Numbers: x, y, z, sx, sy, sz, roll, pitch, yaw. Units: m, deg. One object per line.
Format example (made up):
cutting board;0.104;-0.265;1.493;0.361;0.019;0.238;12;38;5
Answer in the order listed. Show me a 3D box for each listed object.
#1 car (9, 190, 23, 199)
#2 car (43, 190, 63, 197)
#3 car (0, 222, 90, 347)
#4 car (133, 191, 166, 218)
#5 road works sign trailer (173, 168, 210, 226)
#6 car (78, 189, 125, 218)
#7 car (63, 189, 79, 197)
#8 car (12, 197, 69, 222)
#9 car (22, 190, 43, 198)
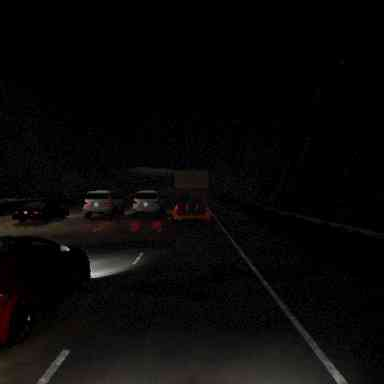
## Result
car;-31.492;0.452;61.022;1.837;1.490;4.892;0;2;0
car;-24.495;0.446;60.464;1.882;1.535;5.008;0;2;0
car;-3.399;1.518;6.243;1.994;1.385;4.181;0;1;0
car;-3.396;0.923;27.080;2.150;2.045;5.566;0;1;0
road works sign trailer;-0.008;0.246;21.634;2.380;3.560;2.880;0;1;0
car;-6.896;0.930;26.605;2.150;2.045;5.566;0;1;0
car;-21.020;0.322;60.483;2.097;1.767;4.553;0;2;1
car;-10.396;1.306;23.294;2.033;1.411;5.357;0;1;0
car;-27.991;0.514;60.293;2.033;1.411;5.357;0;2;0
